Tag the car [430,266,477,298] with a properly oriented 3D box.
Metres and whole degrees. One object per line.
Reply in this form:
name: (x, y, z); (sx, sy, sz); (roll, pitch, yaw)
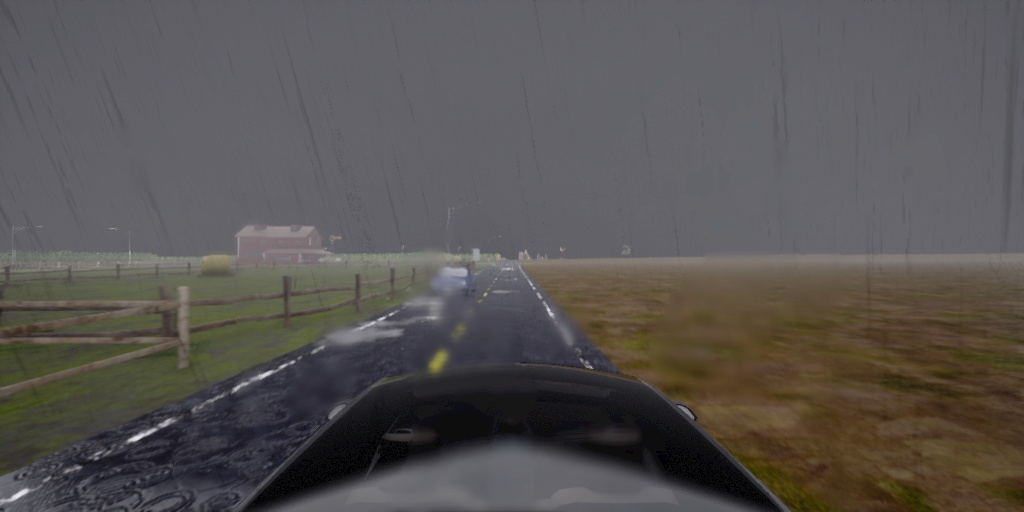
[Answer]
car: (-2.853, 1.267, 18.375); (1.812, 1.442, 4.674); (0, 0, 0)
